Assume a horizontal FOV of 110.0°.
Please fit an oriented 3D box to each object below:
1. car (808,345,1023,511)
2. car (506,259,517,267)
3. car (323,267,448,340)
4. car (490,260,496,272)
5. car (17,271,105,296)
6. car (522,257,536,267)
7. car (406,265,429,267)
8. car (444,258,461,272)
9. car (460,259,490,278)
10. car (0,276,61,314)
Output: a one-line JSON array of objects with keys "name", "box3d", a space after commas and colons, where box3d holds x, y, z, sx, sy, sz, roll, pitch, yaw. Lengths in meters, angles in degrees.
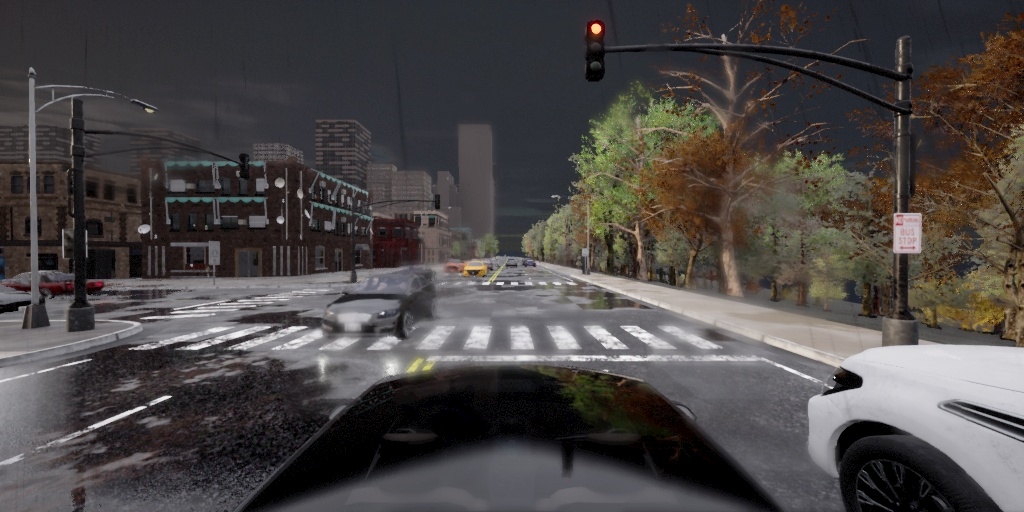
[{"name": "car", "box3d": [3.356, 0.972, 0.343, 2.150, 2.045, 5.566, 0, 0, 0]}, {"name": "car", "box3d": [-0.039, 1.290, 64.077, 1.994, 1.385, 4.181, 0, 0, 0]}, {"name": "car", "box3d": [-3.368, 1.240, 10.031, 2.128, 1.511, 4.902, 0, 0, 0]}, {"name": "car", "box3d": [-3.441, 1.260, 46.623, 1.812, 1.442, 4.674, 0, 0, 0]}, {"name": "car", "box3d": [-24.761, 1.596, 18.912, 4.718, 1.301, 1.895, -1, 1, 1]}, {"name": "car", "box3d": [3.219, 1.252, 64.046, 1.812, 1.442, 4.674, 0, 0, 0]}, {"name": "car", "box3d": [-7.099, 1.344, 26.392, 1.895, 1.301, 4.718, 0, 0, 6]}, {"name": "car", "box3d": [-6.682, 1.089, 42.406, 2.097, 1.767, 4.553, 0, 0, 0]}, {"name": "car", "box3d": [-3.418, 1.217, 34.092, 1.882, 1.535, 5.008, 0, 0, 0]}, {"name": "car", "box3d": [-19.970, 1.564, 13.099, 4.313, 1.339, 1.948, 0, 0, 0]}]
